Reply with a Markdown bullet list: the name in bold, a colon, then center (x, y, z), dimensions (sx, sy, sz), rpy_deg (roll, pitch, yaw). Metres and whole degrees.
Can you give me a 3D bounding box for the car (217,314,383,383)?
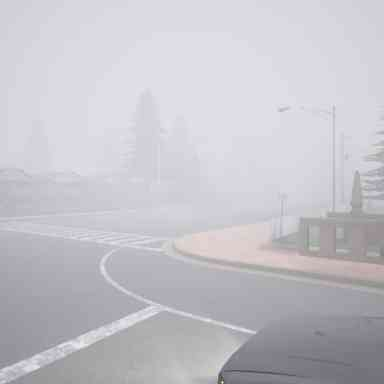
- **car**: center (2.748, 1.550, 2.015), dimensions (5.357, 1.411, 2.033), rpy_deg (0, 0, 36)
